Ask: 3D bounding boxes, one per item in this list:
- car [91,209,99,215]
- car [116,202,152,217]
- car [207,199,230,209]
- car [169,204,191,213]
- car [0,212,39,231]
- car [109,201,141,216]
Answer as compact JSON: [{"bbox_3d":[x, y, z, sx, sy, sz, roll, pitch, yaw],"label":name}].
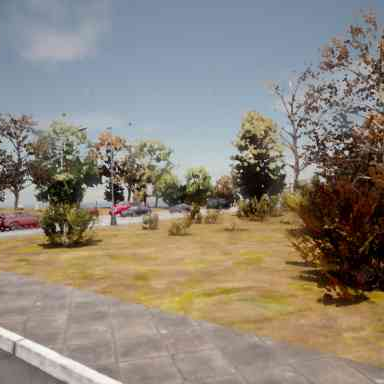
[{"bbox_3d":[-12.117,2.385,35.172,1.882,1.535,5.008,-3,-2,33],"label":"car"},{"bbox_3d":[-7.114,2.474,43.101,1.812,1.442,4.674,-3,-2,32],"label":"car"},{"bbox_3d":[4.459,2.117,54.678,2.150,2.045,5.566,-3,-2,32],"label":"car"},{"bbox_3d":[-1.754,2.578,51.596,1.994,1.385,4.181,-3,-2,33],"label":"car"},{"bbox_3d":[-13.278,2.285,26.629,1.994,1.385,4.181,-3,-2,34],"label":"car"},{"bbox_3d":[-9.100,2.342,46.542,2.150,2.045,5.566,-3,-2,32],"label":"car"}]
